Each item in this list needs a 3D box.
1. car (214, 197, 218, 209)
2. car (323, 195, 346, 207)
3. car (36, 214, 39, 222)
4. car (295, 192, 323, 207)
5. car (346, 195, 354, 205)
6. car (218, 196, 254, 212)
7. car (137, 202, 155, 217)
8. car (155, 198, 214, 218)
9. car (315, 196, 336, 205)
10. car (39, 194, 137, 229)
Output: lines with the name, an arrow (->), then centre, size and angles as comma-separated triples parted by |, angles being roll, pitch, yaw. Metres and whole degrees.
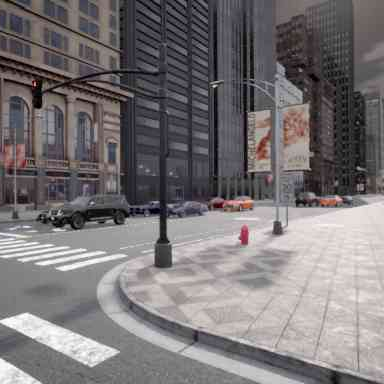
car -> 2.478, 1.415, 39.798 | 1.882, 1.535, 5.008 | -1, 0, 35
car -> 19.914, 1.187, 47.162 | 2.097, 1.767, 4.553 | -1, 0, 36
car -> -8.859, 1.549, 23.876 | 1.994, 1.385, 4.181 | -1, 0, 35
car -> 16.776, 1.081, 48.362 | 2.150, 2.045, 5.566 | -1, 0, 36
car -> 25.299, 1.330, 54.727 | 1.837, 1.490, 4.892 | -1, 0, 35
car -> 5.359, 1.264, 38.211 | 2.097, 1.767, 4.553 | -1, 0, 36
car -> -3.786, 1.564, 31.008 | 1.895, 1.301, 4.718 | -1, 0, 35
car -> -0.558, 1.484, 29.938 | 2.033, 1.411, 5.357 | -1, 0, 35
car -> 22.869, 1.396, 56.918 | 2.033, 1.411, 5.357 | -1, 0, 35
car -> -6.503, 1.185, 21.587 | 2.150, 2.045, 5.566 | -1, 0, 35
